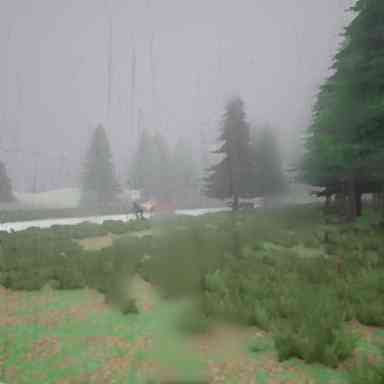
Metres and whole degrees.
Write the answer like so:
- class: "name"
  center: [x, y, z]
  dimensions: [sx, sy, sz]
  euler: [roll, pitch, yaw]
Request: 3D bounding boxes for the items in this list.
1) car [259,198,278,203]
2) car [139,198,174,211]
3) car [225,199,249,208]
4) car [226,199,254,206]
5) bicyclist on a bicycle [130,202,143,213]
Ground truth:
- class: "car"
  center: [12.691, 1.614, 54.859]
  dimensions: [1.882, 1.535, 5.008]
  euler: [0, 0, 35]
- class: "car"
  center: [-3.989, 1.488, 36.756]
  dimensions: [2.097, 1.767, 4.553]
  euler: [0, 0, 35]
- class: "car"
  center: [7.186, 1.767, 52.571]
  dimensions: [1.895, 1.301, 4.718]
  euler: [0, 0, 35]
- class: "car"
  center: [7.062, 1.737, 46.726]
  dimensions: [1.895, 1.301, 4.718]
  euler: [0, 0, 35]
- class: "bicyclist on a bicycle"
  center: [-4.167, 1.579, 24.915]
  dimensions: [1.656, 1.620, 0.582]
  euler: [-1, -1, 35]
